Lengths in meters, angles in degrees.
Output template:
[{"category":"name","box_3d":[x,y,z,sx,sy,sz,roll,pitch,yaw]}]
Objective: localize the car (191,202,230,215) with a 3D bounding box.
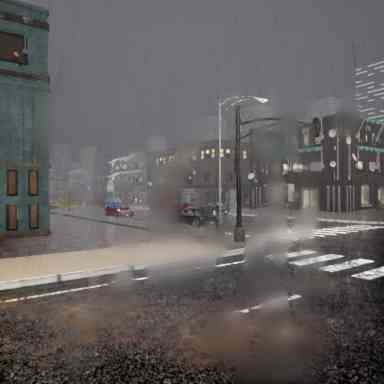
[{"category":"car","box_3d":[2.235,1.809,35.853,2.008,1.369,4.403,-2,0,-35]}]

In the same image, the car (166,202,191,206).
[{"category":"car","box_3d":[-0.963,1.904,40.370,1.802,1.307,4.206,-2,0,-35]}]

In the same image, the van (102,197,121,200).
[{"category":"van","box_3d":[-13.765,1.907,58.438,1.690,1.788,3.998,-1,0,-35]}]

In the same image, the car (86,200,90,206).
[{"category":"car","box_3d":[-20.158,2.227,67.472,1.887,1.381,4.507,-1,0,-35]}]

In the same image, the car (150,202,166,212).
[{"category":"car","box_3d":[-4.161,1.966,44.887,1.802,1.307,4.206,-1,0,-35]}]

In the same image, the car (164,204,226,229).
[{"category":"car","box_3d":[0.120,1.814,24.130,1.947,1.339,4.313,-1,0,-35]}]

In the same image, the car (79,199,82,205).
[{"category":"car","box_3d":[-26.556,2.364,76.506,1.947,1.339,4.313,-1,0,-35]}]

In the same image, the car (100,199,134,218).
[{"category":"car","box_3d":[-7.804,1.846,35.524,1.967,1.590,4.097,-1,0,-35]}]

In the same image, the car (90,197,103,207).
[{"category":"car","box_3d":[-16.965,1.940,62.954,2.192,1.841,5.009,-1,0,-35]}]

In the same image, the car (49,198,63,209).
[{"category":"car","box_3d":[-23.699,2.232,57.971,1.752,1.417,4.829,-1,0,-35]}]
